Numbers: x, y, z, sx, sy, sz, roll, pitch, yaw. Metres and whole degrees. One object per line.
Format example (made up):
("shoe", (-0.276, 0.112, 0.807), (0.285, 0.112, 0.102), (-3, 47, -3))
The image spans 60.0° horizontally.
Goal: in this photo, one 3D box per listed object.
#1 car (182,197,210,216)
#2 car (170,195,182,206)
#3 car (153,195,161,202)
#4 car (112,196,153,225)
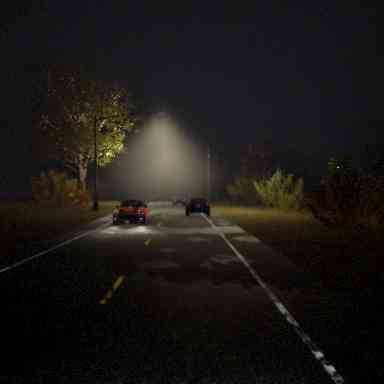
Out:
("car", (0.457, 1.205, 30.489), (2.097, 1.767, 4.553), (0, 0, -3))
("car", (-1.933, 1.338, 49.172), (1.895, 1.301, 4.718), (0, 0, -5))
("car", (-6.802, 1.241, 63.531), (1.895, 1.301, 4.718), (0, 0, -5))
("car", (-4.067, 1.252, 22.827), (2.097, 1.767, 4.553), (0, 0, -2))
